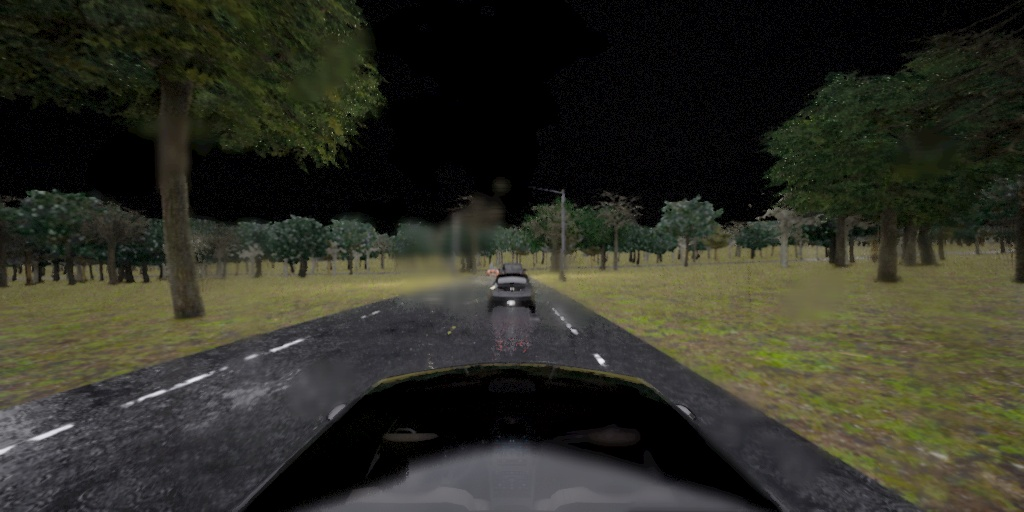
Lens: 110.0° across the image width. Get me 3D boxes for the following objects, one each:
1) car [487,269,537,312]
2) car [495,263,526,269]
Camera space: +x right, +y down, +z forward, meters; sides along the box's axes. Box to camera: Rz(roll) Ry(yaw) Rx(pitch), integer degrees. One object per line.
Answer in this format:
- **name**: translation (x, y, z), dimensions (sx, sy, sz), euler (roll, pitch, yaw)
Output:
- **car**: translation (0.022, 1.480, 15.426), dimensions (1.837, 1.490, 4.892), euler (0, -1, 1)
- **car**: translation (0.008, 1.590, 29.541), dimensions (2.150, 2.045, 5.566), euler (0, -1, 0)
